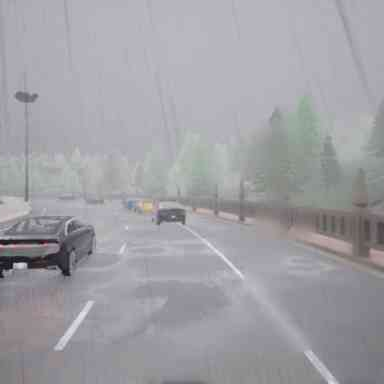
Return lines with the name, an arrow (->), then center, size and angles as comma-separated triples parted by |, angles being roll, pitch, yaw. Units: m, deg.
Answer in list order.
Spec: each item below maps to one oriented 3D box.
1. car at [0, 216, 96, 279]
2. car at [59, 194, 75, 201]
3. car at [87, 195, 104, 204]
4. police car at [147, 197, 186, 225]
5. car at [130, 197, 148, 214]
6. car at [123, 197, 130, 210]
car -> -4.174, 1.460, 10.003 | 2.128, 1.511, 4.902 | 0, 0, -6
car -> -26.546, 1.129, 70.292 | 1.882, 1.535, 5.008 | 0, 0, -41
car -> -16.458, 1.301, 56.534 | 2.128, 1.511, 4.902 | 0, 0, -33
police car -> -1.732, 1.336, 23.289 | 1.930, 1.638, 5.238 | 0, 0, -13
car -> -4.738, 1.330, 33.918 | 1.801, 1.575, 5.366 | 0, 0, -19
car -> -6.956, 1.333, 39.912 | 1.882, 1.535, 5.008 | 0, 0, -22
